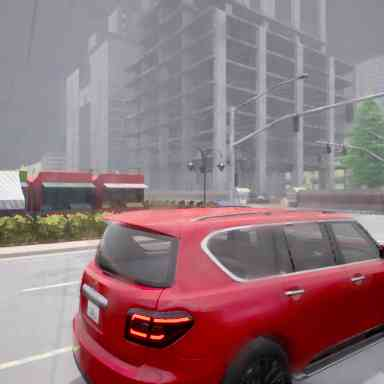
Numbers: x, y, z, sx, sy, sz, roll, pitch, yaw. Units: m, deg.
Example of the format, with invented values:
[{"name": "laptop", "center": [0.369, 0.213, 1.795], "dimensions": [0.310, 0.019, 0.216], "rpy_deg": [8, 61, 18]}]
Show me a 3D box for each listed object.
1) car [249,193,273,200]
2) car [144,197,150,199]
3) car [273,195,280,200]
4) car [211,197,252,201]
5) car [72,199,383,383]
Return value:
[{"name": "car", "center": [11.661, 1.114, 58.199], "dimensions": [1.905, 1.878, 3.866], "rpy_deg": [0, 0, -36]}, {"name": "car", "center": [-6.070, 1.422, 42.317], "dimensions": [1.882, 1.535, 5.008], "rpy_deg": [0, 0, -36]}, {"name": "car", "center": [14.052, 1.114, 59.913], "dimensions": [1.905, 1.878, 3.866], "rpy_deg": [0, 0, -36]}, {"name": "car", "center": [2.761, 1.422, 30.146], "dimensions": [1.882, 1.535, 5.008], "rpy_deg": [0, 0, -36]}, {"name": "car", "center": [1.259, 1.221, 4.687], "dimensions": [5.566, 2.045, 2.150], "rpy_deg": [0, 0, -35]}]
